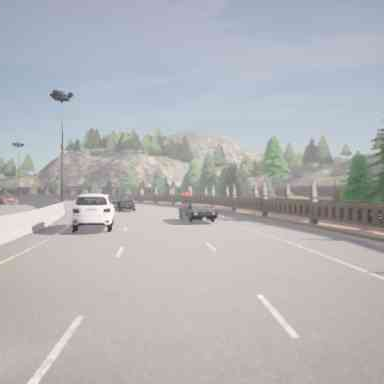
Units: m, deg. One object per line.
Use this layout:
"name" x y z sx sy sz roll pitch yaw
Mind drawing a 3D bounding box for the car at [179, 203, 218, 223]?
"car" 0.306 1.476 24.394 1.895 1.301 4.718 0 0 -14

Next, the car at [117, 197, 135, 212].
"car" -7.663 1.351 37.393 2.128 1.511 4.902 0 0 -21

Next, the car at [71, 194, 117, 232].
"car" -5.817 1.140 19.913 2.150 2.045 5.566 0 0 -12

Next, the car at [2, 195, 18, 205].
"car" -30.988 1.327 56.450 2.097 1.767 4.553 -1 0 -38

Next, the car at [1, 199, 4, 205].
"car" -13.182 1.427 19.809 1.882 1.535 5.008 0 0 -14
